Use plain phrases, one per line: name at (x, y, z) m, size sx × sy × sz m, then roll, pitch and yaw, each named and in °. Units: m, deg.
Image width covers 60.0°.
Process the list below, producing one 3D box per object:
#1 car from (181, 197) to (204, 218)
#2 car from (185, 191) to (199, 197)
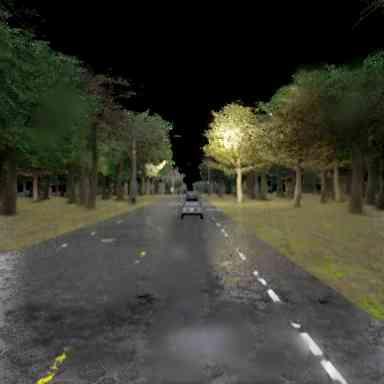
car at (0.029, 1.432, 28.458) m, size 2.033 × 1.411 × 5.357 m, roll 0°, pitch 0°, yaw 1°
car at (-0.004, 0.832, 55.202) m, size 2.150 × 2.045 × 5.566 m, roll 0°, pitch 1°, yaw 0°
